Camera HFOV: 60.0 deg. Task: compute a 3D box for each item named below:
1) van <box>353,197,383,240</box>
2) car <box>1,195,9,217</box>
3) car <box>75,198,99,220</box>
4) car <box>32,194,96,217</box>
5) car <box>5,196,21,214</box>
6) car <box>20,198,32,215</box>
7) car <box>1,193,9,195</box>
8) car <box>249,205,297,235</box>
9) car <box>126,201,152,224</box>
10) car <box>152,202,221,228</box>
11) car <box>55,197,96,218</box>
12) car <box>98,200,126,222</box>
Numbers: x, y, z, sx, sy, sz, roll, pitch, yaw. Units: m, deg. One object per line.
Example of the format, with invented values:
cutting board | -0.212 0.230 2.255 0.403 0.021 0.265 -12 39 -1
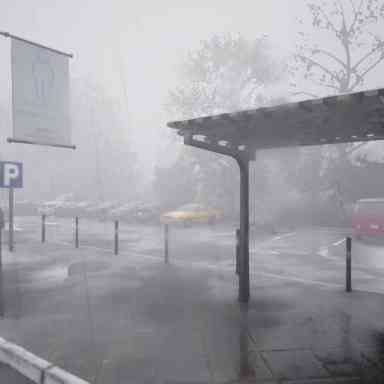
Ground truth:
van | 9.217 1.264 16.281 1.878 1.987 4.442 0 0 36
car | -17.846 1.444 35.701 1.946 1.575 5.366 0 0 36
car | -6.655 1.469 27.485 2.097 1.535 5.008 0 0 36
car | -11.192 1.212 30.685 2.435 2.045 5.566 0 0 36
car | -15.696 1.455 33.932 2.097 1.535 5.008 0 0 36
car | -13.437 1.462 32.316 2.231 1.521 4.892 0 0 36
car | -24.746 1.154 40.369 2.435 2.045 5.566 0 0 36
car | 4.617 1.514 19.389 2.163 1.488 4.792 0 0 36
car | -2.125 1.505 24.278 2.163 1.488 4.792 0 0 36
car | 0.008 1.475 22.489 1.946 1.575 5.366 0 0 36
car | -8.914 1.466 29.099 2.097 1.535 5.008 0 0 36
car | -4.396 1.474 25.872 2.231 1.521 4.892 0 0 36
